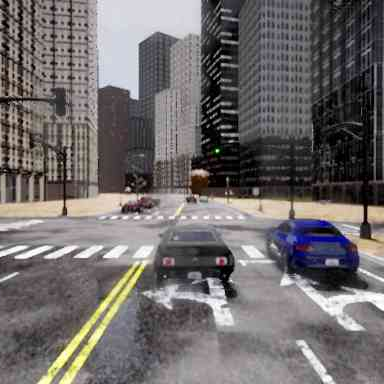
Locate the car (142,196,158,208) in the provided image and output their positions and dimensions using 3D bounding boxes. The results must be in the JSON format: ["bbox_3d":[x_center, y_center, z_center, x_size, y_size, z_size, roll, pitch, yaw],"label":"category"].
[{"bbox_3d":[-6.571,1.392,47.438,2.097,1.767,4.553,0,0,0],"label":"car"}]

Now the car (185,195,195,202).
[{"bbox_3d":[-0.560,1.548,78.242,2.128,1.511,4.902,0,0,-4],"label":"car"}]

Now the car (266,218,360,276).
[{"bbox_3d":[3.510,1.541,10.346,1.812,1.442,4.674,0,0,3],"label":"car"}]

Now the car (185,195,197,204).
[{"bbox_3d":[-0.034,1.559,67.035,1.812,1.442,4.674,0,0,-2],"label":"car"}]

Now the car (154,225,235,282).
[{"bbox_3d":[-0.053,1.615,9.805,1.895,1.301,4.718,0,0,-3],"label":"car"}]

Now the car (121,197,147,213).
[{"bbox_3d":[-6.577,1.603,37.189,1.994,1.385,4.181,0,0,0],"label":"car"}]

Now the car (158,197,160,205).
[{"bbox_3d":[-6.564,1.529,57.729,2.128,1.511,4.902,0,0,0],"label":"car"}]

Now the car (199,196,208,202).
[{"bbox_3d":[2.740,1.547,77.405,1.812,1.442,4.674,0,0,-4],"label":"car"}]
